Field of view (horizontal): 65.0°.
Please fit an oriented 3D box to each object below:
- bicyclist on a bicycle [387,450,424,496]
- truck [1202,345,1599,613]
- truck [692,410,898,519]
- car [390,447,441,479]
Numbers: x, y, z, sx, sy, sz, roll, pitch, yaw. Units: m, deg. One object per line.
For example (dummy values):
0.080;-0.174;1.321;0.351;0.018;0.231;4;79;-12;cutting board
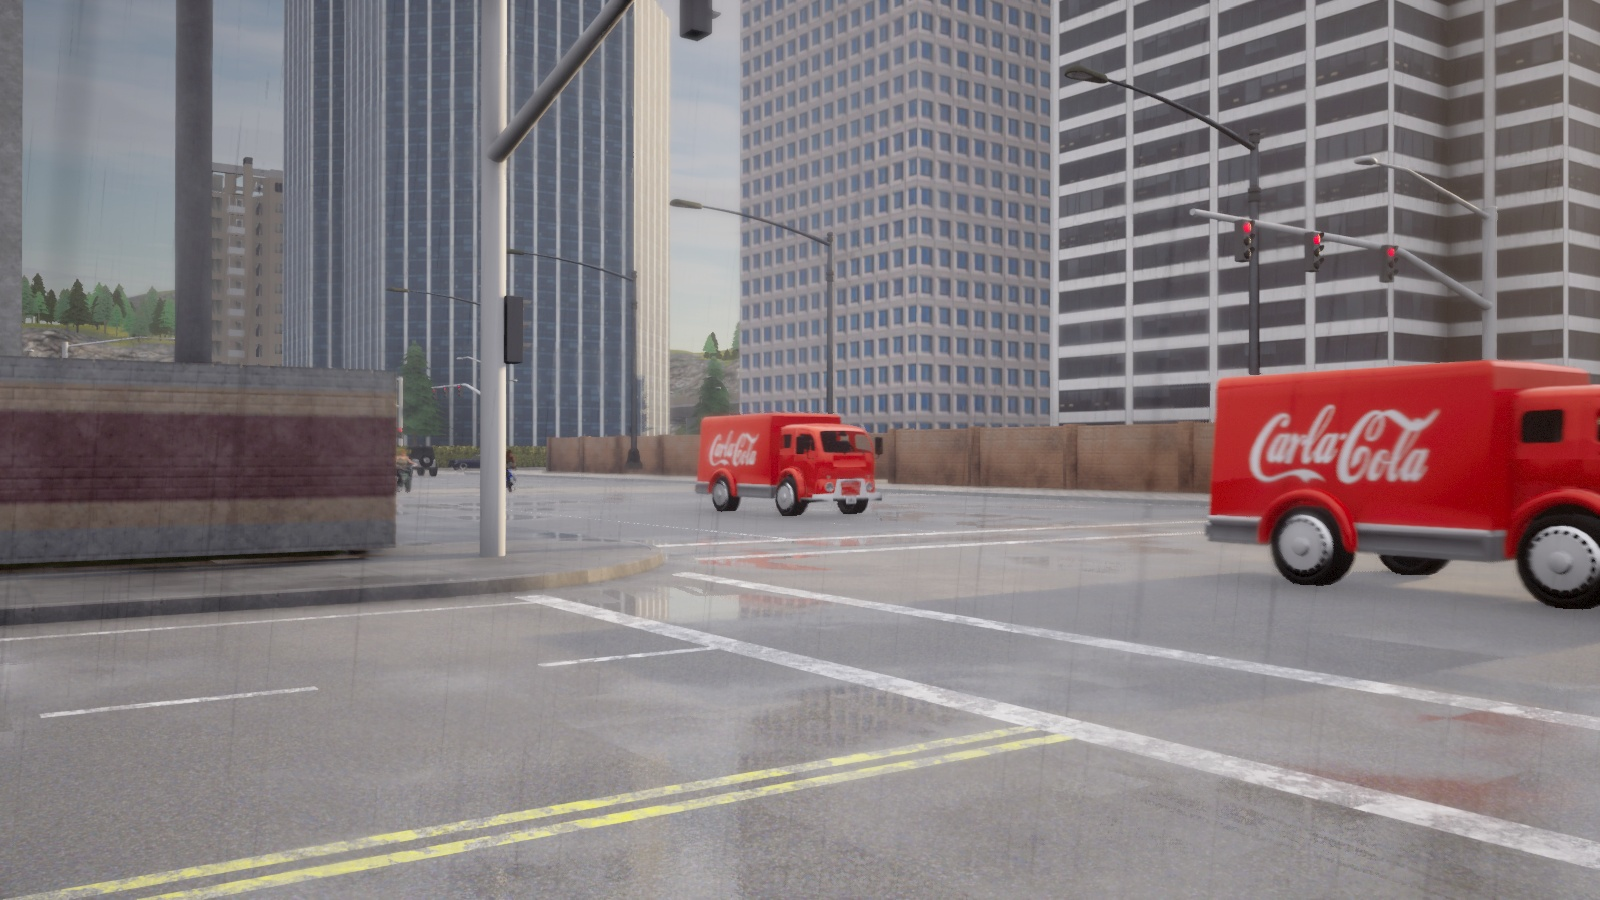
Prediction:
-14.240;0.822;45.284;0.866;1.612;1.509;0;0;-34;bicyclist on a bicycle
7.422;0.276;13.806;2.627;2.467;5.204;0;0;-35;truck
-0.243;0.335;31.114;2.627;2.467;5.204;0;0;-35;truck
-23.771;0.781;77.625;1.905;1.878;3.866;0;0;-35;car
